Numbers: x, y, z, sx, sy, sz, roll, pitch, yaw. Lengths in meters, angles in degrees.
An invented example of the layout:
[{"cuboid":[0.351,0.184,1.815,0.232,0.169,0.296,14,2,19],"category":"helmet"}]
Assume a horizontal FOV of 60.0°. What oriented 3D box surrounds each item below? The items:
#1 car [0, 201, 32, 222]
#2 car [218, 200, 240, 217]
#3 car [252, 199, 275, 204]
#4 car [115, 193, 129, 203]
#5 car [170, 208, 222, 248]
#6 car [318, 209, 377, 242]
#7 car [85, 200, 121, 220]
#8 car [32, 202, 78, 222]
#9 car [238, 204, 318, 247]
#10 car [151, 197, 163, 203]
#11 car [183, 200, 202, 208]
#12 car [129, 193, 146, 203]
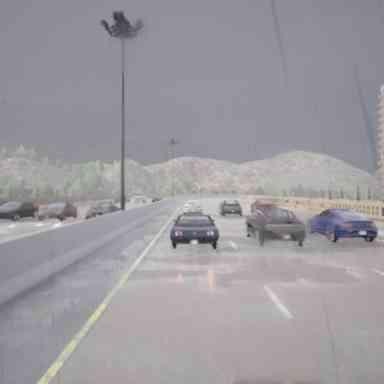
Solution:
[{"cuboid":[-14.109,1.479,26.668,1.882,1.535,5.008,0,0,0],"category":"car"},{"cuboid":[3.585,1.491,31.607,2.128,1.511,4.902,0,0,0],"category":"car"},{"cuboid":[7.086,1.477,33.164,1.882,1.535,5.008,0,0,0],"category":"car"},{"cuboid":[-14.032,1.227,67.118,2.150,2.045,5.566,0,0,0],"category":"car"},{"cuboid":[0.094,1.601,14.807,1.895,1.301,4.718,0,0,0],"category":"car"},{"cuboid":[7.093,1.525,16.120,1.812,1.442,4.674,0,0,0],"category":"car"},{"cuboid":[-7.109,1.565,26.809,1.994,1.385,4.181,0,0,0],"category":"car"},{"cuboid":[-10.609,1.527,26.674,1.812,1.442,4.674,0,0,0],"category":"car"},{"cuboid":[3.594,1.491,15.025,2.128,1.511,4.902,0,0,0],"category":"car"},{"cuboid":[-7.033,1.598,67.137,1.895,1.301,4.718,0,0,0],"category":"car"},{"cuboid":[0.072,1.526,32.690,1.812,1.442,4.674,0,0,0],"category":"car"},{"cuboid":[-10.534,1.226,67.128,2.150,2.045,5.566,0,0,0],"category":"car"}]
